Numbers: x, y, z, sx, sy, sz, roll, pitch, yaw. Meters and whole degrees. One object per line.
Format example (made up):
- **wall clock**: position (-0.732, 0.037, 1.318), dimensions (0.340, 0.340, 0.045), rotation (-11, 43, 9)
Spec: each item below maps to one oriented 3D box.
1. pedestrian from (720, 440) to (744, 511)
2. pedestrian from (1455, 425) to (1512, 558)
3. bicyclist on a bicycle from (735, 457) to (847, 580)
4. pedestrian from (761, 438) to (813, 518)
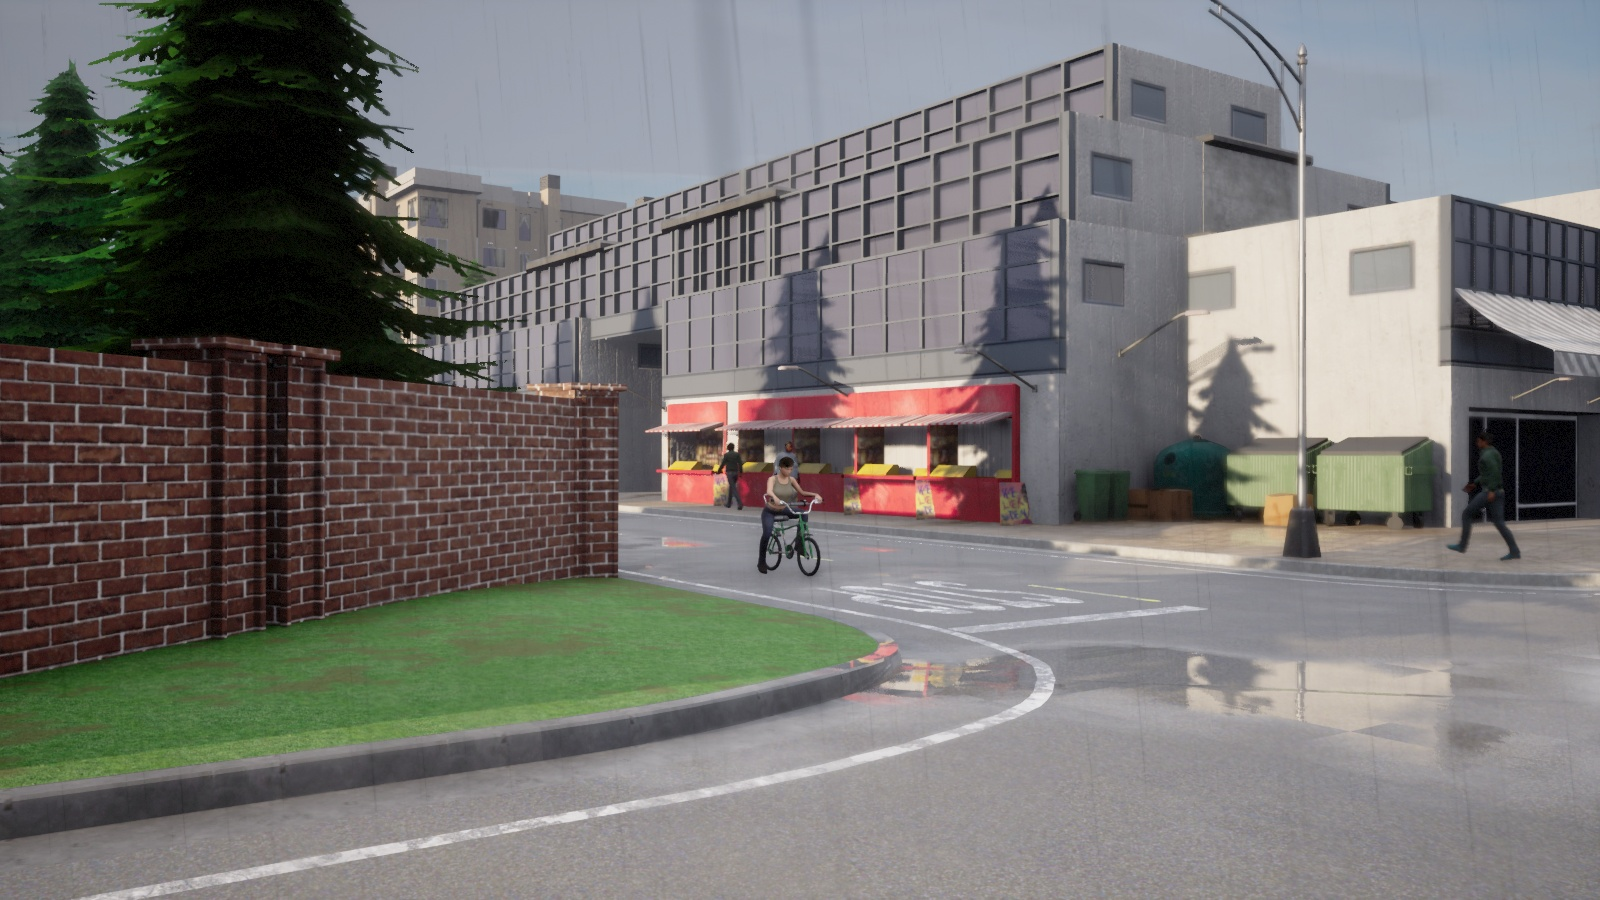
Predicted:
- **pedestrian**: position (-1.808, 0.667, 33.337), dimensions (0.353, 1.847, 0.614), rotation (0, 0, -35)
- **pedestrian**: position (9.620, 0.574, 17.682), dimensions (0.353, 1.847, 0.614), rotation (0, 0, -40)
- **bicyclist on a bicycle**: position (-0.142, 0.900, 17.330), dimensions (0.866, 1.612, 1.509), rotation (0, 0, -33)
- **pedestrian**: position (-0.303, 0.656, 29.925), dimensions (0.874, 1.855, 0.900), rotation (0, 0, -38)
